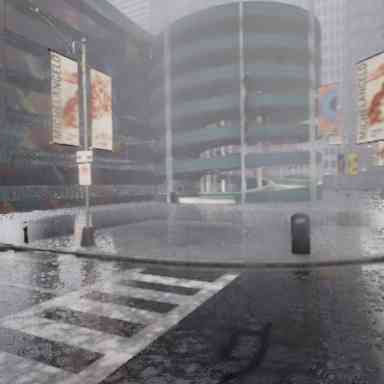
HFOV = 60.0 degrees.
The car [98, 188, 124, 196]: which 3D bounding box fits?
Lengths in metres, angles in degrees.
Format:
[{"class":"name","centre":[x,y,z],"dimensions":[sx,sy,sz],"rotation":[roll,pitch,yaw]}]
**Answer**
[{"class":"car","centre":[-16.332,0.161,66.771],"dimensions":[5.566,2.045,2.435],"rotation":[0,1,26]}]

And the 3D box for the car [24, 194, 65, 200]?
[{"class":"car","centre":[-16.367,0.941,37.899],"dimensions":[4.674,1.452,2.002],"rotation":[0,1,26]}]

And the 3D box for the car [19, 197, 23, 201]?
[{"class":"car","centre":[-23.678,1.004,49.789],"dimensions":[4.718,1.301,1.895],"rotation":[0,1,26]}]
